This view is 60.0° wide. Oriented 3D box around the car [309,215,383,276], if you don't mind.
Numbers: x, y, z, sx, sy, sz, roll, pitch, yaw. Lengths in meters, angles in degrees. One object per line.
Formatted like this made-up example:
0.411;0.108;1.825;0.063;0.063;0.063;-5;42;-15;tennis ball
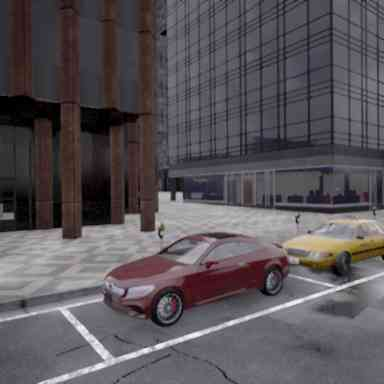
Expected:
4.571;1.411;9.946;4.829;1.417;1.752;-1;0;-36;car

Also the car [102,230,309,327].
0.293;1.532;6.873;4.206;1.307;1.802;-1;0;-36;car
